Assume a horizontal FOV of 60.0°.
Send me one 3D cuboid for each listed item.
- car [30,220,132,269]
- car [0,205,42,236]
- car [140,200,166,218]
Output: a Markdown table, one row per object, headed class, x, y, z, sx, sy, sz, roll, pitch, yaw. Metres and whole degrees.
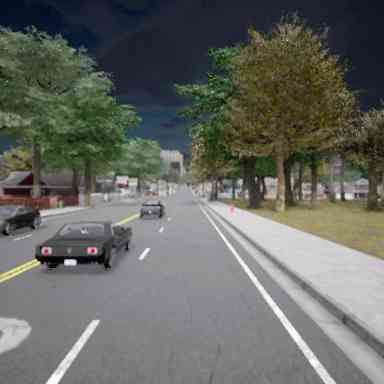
| class | x | y | z | sx | sy | sz | roll | pitch | yaw |
| --- | --- | --- | --- | --- | --- | --- | --- | --- | --- |
| car | -3.227 | 1.573 | 11.021 | 1.895 | 1.301 | 4.718 | 0 | 0 | 0 |
| car | -9.973 | 1.463 | 18.102 | 2.128 | 1.511 | 4.902 | 0 | 0 | 0 |
| car | -3.364 | 1.416 | 29.183 | 2.128 | 1.511 | 4.902 | 0 | 0 | 0 |
